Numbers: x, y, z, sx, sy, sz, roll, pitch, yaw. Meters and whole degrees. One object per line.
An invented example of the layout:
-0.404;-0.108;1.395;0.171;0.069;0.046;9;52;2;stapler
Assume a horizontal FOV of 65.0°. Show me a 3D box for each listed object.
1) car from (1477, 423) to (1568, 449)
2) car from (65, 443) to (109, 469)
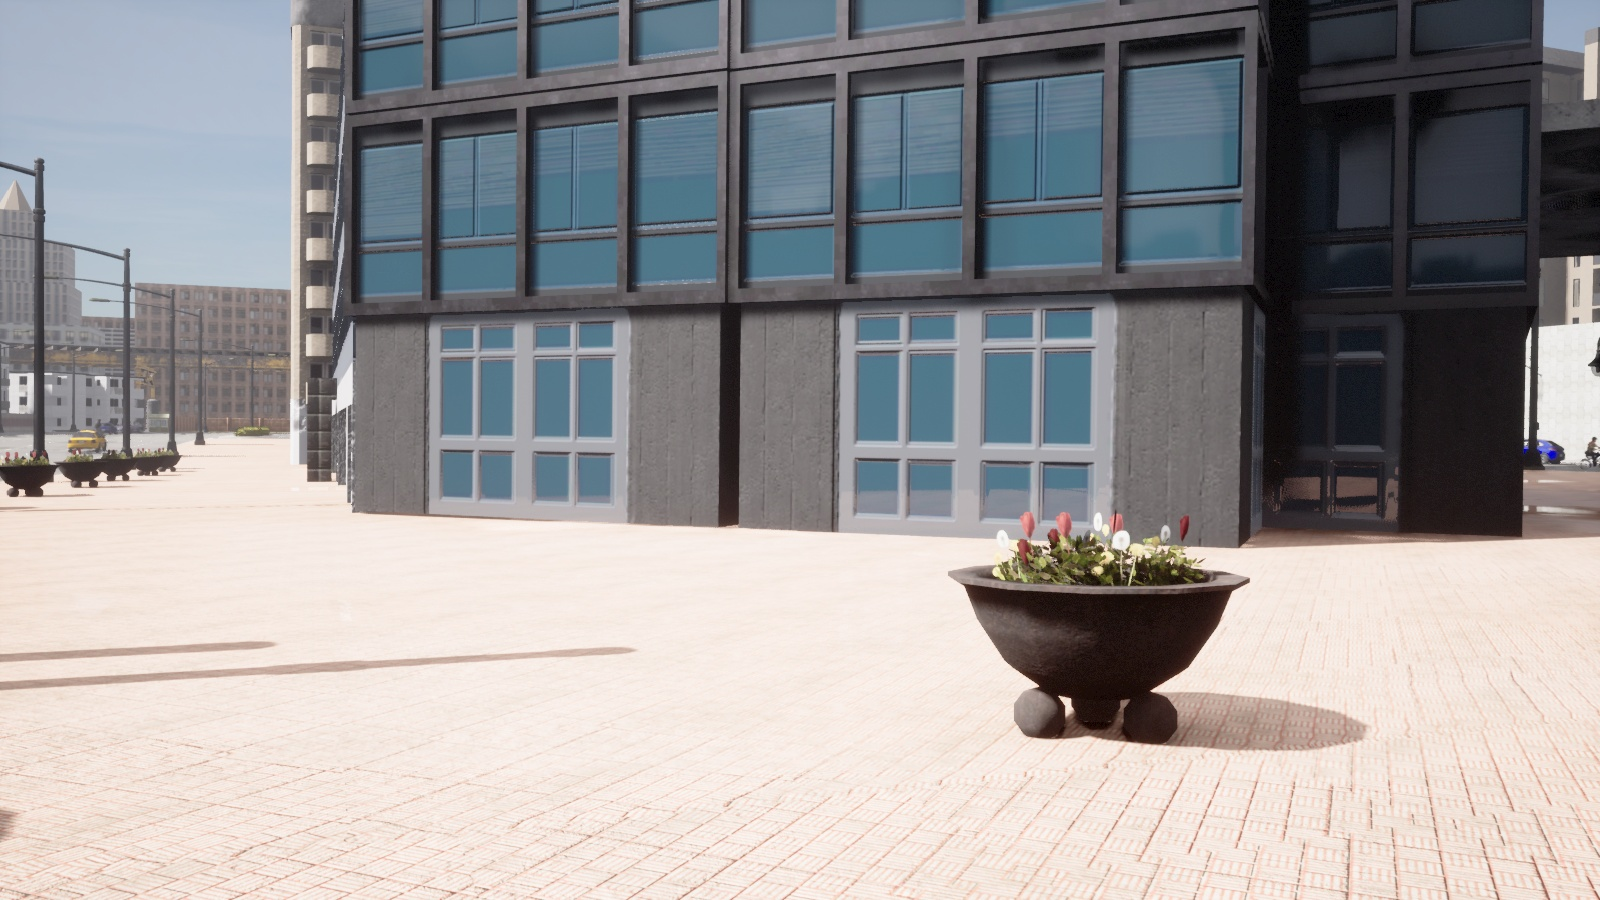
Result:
42.092;-0.834;73.211;1.816;1.474;4.193;-1;1;-37;car
-48.571;0.370;85.632;1.801;1.575;5.366;-1;2;-21;car
